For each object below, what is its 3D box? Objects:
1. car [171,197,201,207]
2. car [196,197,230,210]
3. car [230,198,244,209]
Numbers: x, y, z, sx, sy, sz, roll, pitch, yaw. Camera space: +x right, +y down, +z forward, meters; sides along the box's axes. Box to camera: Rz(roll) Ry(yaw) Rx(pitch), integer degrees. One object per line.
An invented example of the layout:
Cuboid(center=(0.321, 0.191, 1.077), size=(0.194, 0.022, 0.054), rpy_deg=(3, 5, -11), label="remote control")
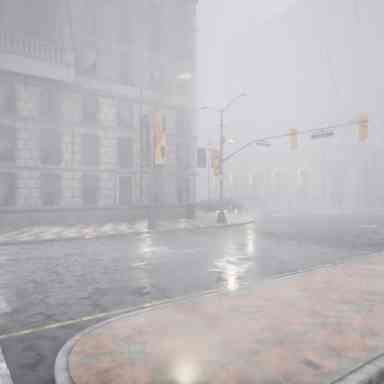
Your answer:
Cuboid(center=(-1.003, 1.548, 52.942), size=(2.033, 1.411, 5.357), rpy_deg=(0, 0, -35), label="car")
Cuboid(center=(2.339, 1.564, 42.252), size=(1.994, 1.385, 4.181), rpy_deg=(0, 0, -36), label="car")
Cuboid(center=(4.900, 1.505, 44.684), size=(1.837, 1.490, 4.892), rpy_deg=(0, 0, -36), label="car")
